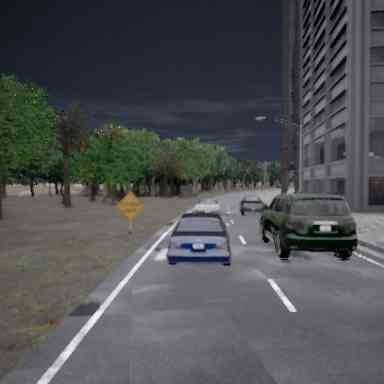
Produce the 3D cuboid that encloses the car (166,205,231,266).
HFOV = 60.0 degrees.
[{"bbox_3d":[0.290,1.390,10.978,2.033,1.411,5.357,0,1,3],"label":"car"}]

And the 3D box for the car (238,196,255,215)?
[{"bbox_3d":[4.924,1.071,27.740,2.128,1.511,4.902,0,1,6],"label":"car"}]

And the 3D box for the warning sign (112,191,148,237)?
[{"bbox_3d":[-2.646,0.907,14.321,1.300,1.860,1.060,1,1,3],"label":"warning sign"}]

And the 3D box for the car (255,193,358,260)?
[{"bbox_3d":[3.846,1.053,11.899,2.150,2.045,5.566,0,1,3],"label":"car"}]

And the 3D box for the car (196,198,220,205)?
[{"bbox_3d":[1.371,1.184,27.414,1.895,1.301,4.718,0,1,6],"label":"car"}]
